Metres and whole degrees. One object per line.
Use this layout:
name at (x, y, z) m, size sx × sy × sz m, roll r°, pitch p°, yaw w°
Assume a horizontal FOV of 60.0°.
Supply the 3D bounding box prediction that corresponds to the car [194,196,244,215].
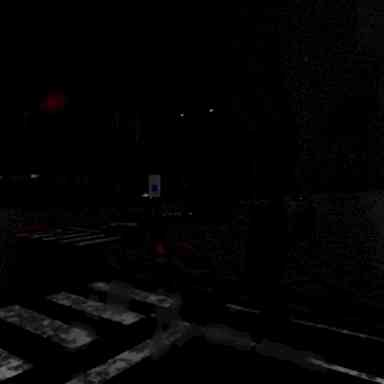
car at (2.592, 1.139, 30.142) m, size 2.033 × 1.411 × 5.357 m, roll 0°, pitch 1°, yaw 35°

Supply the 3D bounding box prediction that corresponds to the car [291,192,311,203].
car at (16.099, 0.791, 48.975) m, size 1.837 × 1.490 × 4.892 m, roll 0°, pitch 0°, yaw 36°

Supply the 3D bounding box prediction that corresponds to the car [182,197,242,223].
car at (1.372, 1.174, 23.031) m, size 1.882 × 1.535 × 5.008 m, roll 0°, pitch 1°, yaw 36°
